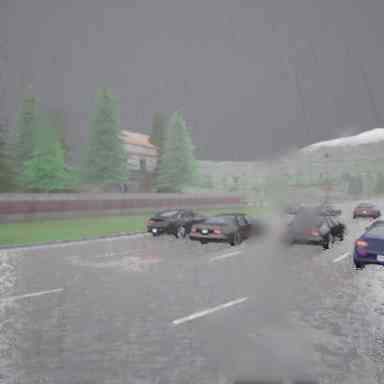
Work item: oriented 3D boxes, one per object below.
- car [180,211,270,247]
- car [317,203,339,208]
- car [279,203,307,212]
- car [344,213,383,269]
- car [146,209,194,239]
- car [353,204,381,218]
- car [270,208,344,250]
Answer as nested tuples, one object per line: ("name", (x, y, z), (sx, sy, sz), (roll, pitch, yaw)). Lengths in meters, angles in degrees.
("car", (1.986, 1.707, 15.994), (2.033, 1.411, 5.357), (-1, -1, 35))
("car", (13.492, 1.809, 32.987), (1.994, 1.385, 4.181), (-1, -1, 34))
("car", (10.895, 1.840, 35.372), (2.033, 1.411, 5.357), (-1, -1, 34))
("car", (6.487, 1.589, 10.485), (1.812, 1.442, 4.674), (-1, -1, 40))
("car", (-0.450, 1.715, 18.840), (1.837, 1.490, 4.892), (0, 0, 37))
("car", (16.289, 1.763, 30.874), (1.994, 1.385, 4.181), (-1, -1, 34))
("car", (5.615, 1.667, 15.068), (2.033, 1.411, 5.357), (-1, -1, 35))
